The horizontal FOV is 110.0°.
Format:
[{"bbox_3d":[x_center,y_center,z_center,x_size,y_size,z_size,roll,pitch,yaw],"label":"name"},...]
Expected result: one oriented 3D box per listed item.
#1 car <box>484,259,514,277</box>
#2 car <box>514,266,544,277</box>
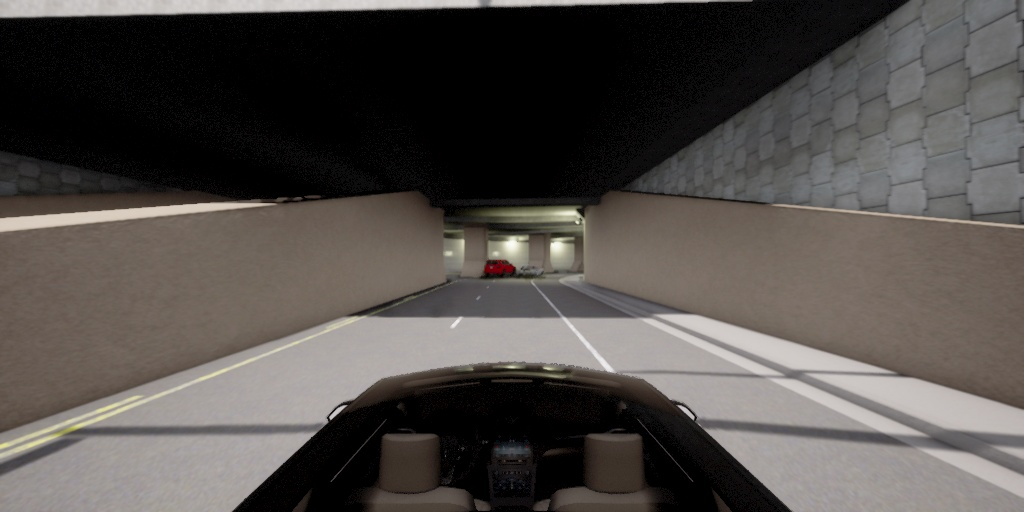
[{"bbox_3d":[-1.346,1.425,42.654,2.150,2.045,5.566,0,0,21],"label":"car"},{"bbox_3d":[2.247,1.796,42.150,1.895,1.301,4.718,0,-1,22],"label":"car"}]
